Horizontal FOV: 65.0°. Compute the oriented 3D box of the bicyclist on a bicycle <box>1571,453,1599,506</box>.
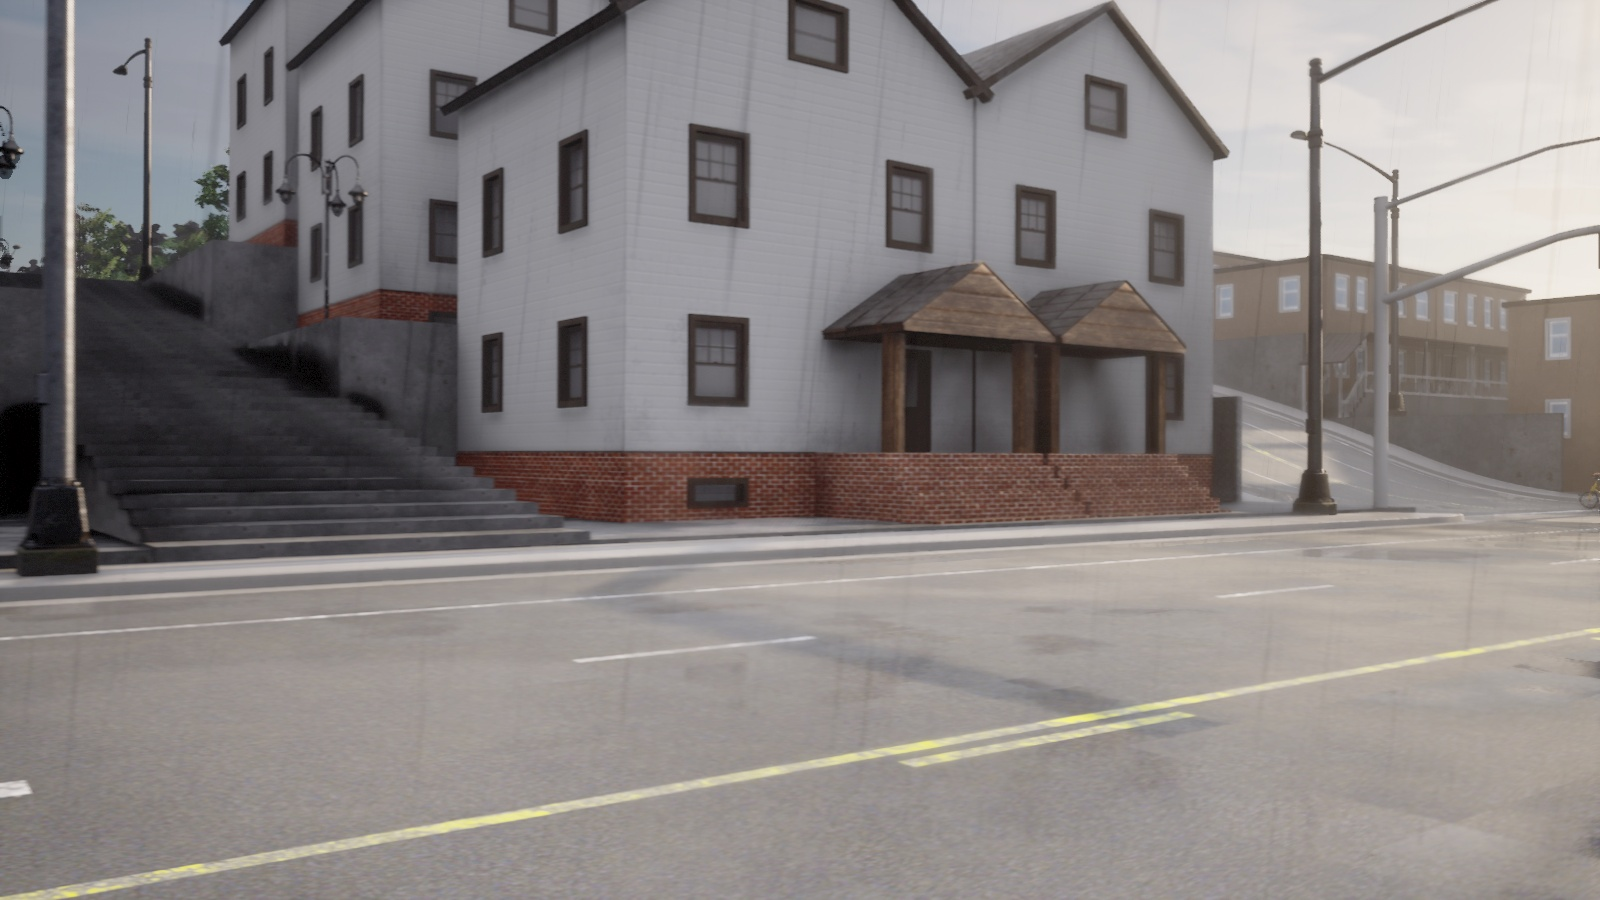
[{"bbox_3d":[24.478,0.891,38.181,0.866,1.612,1.509,0,-2,-36],"label":"bicyclist on a bicycle"}]
